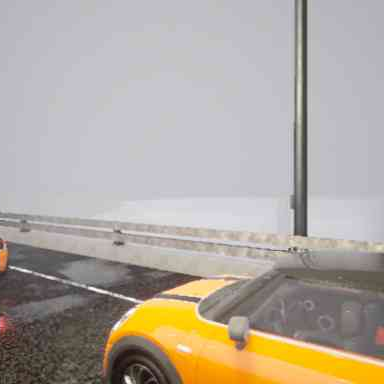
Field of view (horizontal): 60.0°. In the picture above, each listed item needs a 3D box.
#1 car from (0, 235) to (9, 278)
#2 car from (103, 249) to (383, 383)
[{"bbox_3d":[-6.841,1.332,8.794,4.553,1.767,2.097,0,0,36],"label":"car"},{"bbox_3d":[1.270,1.352,3.095,4.553,1.767,2.097,0,0,35],"label":"car"}]
